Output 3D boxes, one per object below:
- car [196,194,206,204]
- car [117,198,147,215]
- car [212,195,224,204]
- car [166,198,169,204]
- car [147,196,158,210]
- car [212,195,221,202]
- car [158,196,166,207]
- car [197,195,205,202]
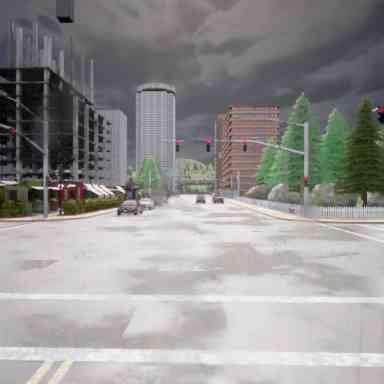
[{"bbox_3d":[1.748,1.601,65.439,1.895,1.301,4.718,0,0,1],"label":"car"},{"bbox_3d":[-6.162,1.526,33.631,1.812,1.442,4.674,0,0,2],"label":"car"},{"bbox_3d":[5.255,1.526,65.670,1.812,1.442,4.674,0,0,1],"label":"car"},{"bbox_3d":[-5.415,1.564,61.648,1.994,1.385,4.181,0,0,2],"label":"car"},{"bbox_3d":[-5.918,1.526,42.721,1.812,1.442,4.674,0,0,1],"label":"car"},{"bbox_3d":[5.476,1.422,74.566,1.895,1.301,4.718,0,0,1],"label":"car"},{"bbox_3d":[-5.687,1.352,51.726,2.097,1.767,4.553,0,0,1],"label":"car"},{"bbox_3d":[1.976,1.327,74.624,1.837,1.490,4.892,0,0,1],"label":"car"}]
